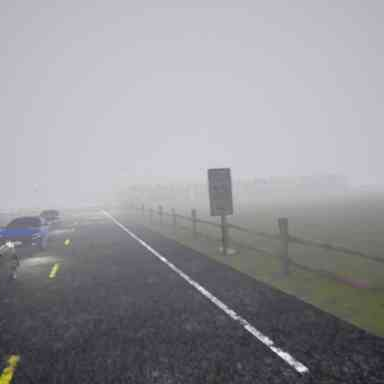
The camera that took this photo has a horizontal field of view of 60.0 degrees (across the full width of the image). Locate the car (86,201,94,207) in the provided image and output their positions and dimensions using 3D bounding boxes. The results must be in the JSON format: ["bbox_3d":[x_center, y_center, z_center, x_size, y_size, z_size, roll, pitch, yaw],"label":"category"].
[{"bbox_3d":[-27.478,3.262,89.597,2.033,1.411,5.357,-4,0,-18],"label":"car"}]

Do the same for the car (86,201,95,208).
[{"bbox_3d":[-24.474,3.195,80.085,1.895,1.301,4.718,-4,0,-18],"label":"car"}]

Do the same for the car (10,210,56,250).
[{"bbox_3d":[-8.351,2.001,16.914,1.882,1.535,5.008,-4,0,-18],"label":"car"}]

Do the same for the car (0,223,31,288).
[{"bbox_3d":[-5.541,1.837,7.993,2.128,1.511,4.902,-4,0,-18],"label":"car"}]

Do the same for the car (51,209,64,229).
[{"bbox_3d":[-11.700,2.243,27.578,1.837,1.490,4.892,-4,0,-17],"label":"car"}]
